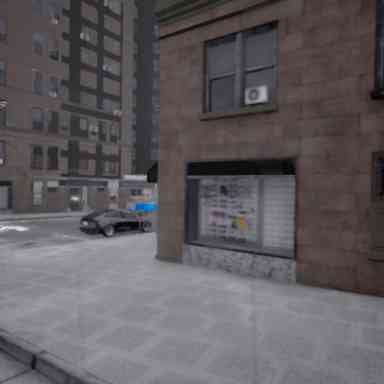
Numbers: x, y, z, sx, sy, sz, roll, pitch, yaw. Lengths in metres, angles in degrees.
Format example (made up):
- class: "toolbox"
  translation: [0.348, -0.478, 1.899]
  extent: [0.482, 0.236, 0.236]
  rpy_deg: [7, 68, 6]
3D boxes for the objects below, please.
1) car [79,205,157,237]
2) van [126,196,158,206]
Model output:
- class: "car"
  translation: [-4.171, 1.645, 18.471]
  extent: [1.947, 1.339, 4.313]
  rpy_deg: [1, 0, 36]
- class: "van"
  translation: [-4.643, 1.311, 32.373]
  extent: [1.690, 1.788, 3.998]
  rpy_deg: [1, 0, 36]
